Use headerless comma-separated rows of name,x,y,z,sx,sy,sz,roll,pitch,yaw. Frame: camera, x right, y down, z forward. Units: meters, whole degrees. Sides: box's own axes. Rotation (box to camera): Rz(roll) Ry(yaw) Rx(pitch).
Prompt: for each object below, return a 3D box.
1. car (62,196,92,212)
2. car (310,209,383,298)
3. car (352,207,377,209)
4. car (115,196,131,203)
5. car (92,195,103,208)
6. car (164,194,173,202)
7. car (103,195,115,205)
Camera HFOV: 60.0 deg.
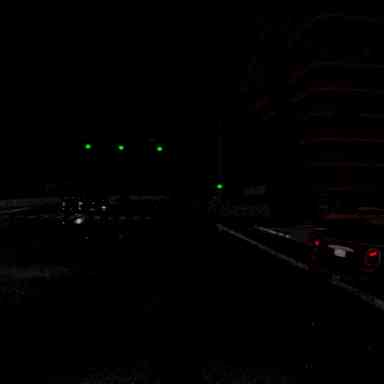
car,-12.435,1.196,35.659,2.097,1.767,4.553,1,0,-8
car,5.404,1.491,8.802,4.553,1.767,2.097,1,0,-26
car,10.546,1.701,20.721,5.008,1.535,1.882,1,0,-8
car,-13.282,1.416,63.835,1.994,1.385,4.181,1,0,11
car,-13.603,1.311,44.513,1.882,1.535,5.008,1,0,-7
car,-4.256,1.347,75.748,2.097,1.767,4.553,1,0,36
car,-14.426,1.333,53.976,1.837,1.490,4.892,1,0,-1
